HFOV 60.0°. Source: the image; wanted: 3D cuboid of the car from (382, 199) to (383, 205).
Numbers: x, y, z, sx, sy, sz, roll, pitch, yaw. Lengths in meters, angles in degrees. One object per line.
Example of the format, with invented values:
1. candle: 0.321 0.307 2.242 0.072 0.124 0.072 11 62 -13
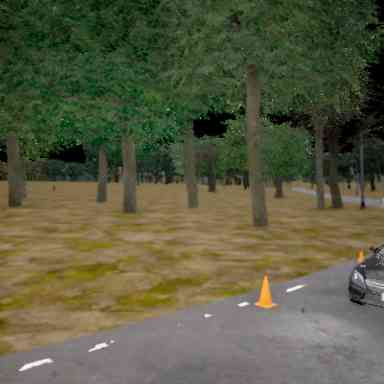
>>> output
1. car: 31.978 1.410 53.260 1.812 1.442 4.674 -1 1 12

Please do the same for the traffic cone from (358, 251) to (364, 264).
1. traffic cone: 5.157 2.097 10.119 0.340 0.580 0.340 1 -1 -43

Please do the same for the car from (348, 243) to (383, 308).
1. car: 5.187 1.632 7.371 4.674 1.442 1.812 1 -1 -43

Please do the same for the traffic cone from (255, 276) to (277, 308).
1. traffic cone: 1.534 2.041 6.893 0.340 0.580 0.340 1 -1 -40
